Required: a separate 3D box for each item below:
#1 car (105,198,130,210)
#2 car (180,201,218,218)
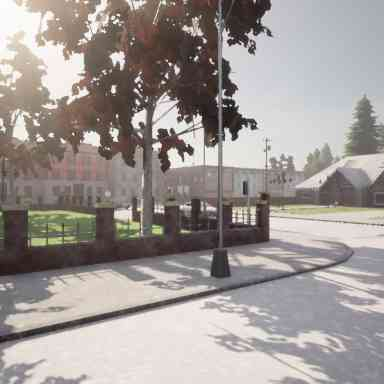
[{"bbox_3d":[-9.627,1.493,42.970,2.128,1.511,4.902,0,0,-35],"label":"car"},{"bbox_3d":[0.645,1.526,28.387,1.812,1.442,4.674,0,0,-36],"label":"car"}]
